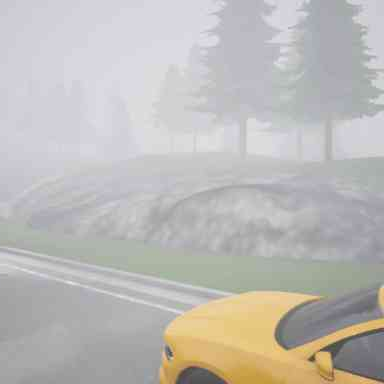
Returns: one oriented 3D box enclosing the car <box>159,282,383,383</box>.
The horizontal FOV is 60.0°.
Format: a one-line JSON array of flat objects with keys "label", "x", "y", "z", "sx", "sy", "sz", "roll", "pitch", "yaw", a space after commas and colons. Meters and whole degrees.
[{"label": "car", "x": 1.977, "y": 1.478, "z": 2.583, "sx": 5.008, "sy": 1.535, "sz": 1.882, "roll": 0, "pitch": 0, "yaw": 35}]
